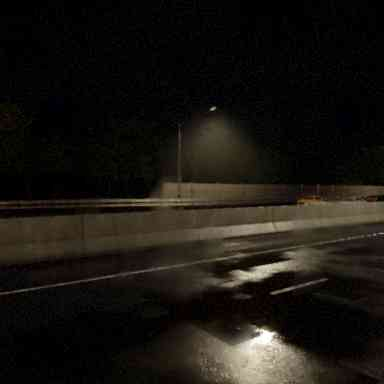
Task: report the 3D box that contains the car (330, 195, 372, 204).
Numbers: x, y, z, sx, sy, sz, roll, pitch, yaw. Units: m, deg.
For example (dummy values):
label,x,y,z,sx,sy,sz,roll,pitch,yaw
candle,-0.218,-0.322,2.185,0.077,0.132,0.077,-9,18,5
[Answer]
label,x,y,z,sx,sy,sz,roll,pitch,yaw
car,18.518,1.369,38.702,4.674,1.442,1.812,0,0,-35

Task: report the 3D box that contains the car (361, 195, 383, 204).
label,x,y,z,sx,sy,sz,roll,pitch,yaw
car,30.598,1.238,55.881,5.008,1.535,1.882,0,0,-35

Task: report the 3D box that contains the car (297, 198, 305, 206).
label,x,y,z,sx,sy,sz,roll,pitch,yaw
car,16.576,1.310,45.904,5.008,1.535,1.882,0,0,-35

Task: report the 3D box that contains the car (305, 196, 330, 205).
label,x,y,z,sx,sy,sz,roll,pitch,yaw
car,16.766,1.442,41.751,4.718,1.301,1.895,0,0,-35

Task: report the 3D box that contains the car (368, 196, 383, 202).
label,x,y,z,sx,sy,sz,roll,pitch,yaw
car,21.872,1.401,36.793,4.181,1.385,1.994,0,0,-35
